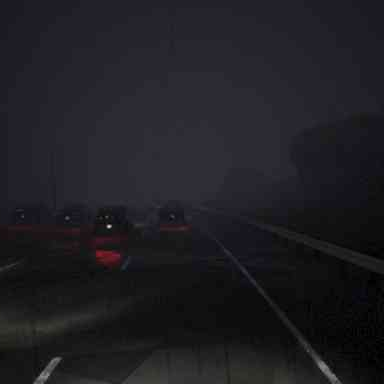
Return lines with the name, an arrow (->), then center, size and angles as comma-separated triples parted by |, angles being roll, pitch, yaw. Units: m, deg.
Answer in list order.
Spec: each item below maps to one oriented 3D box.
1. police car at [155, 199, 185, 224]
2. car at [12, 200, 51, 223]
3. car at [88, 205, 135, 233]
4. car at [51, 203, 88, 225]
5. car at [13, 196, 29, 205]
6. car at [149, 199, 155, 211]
police car -> -1.626, 1.436, 25.146 | 1.930, 1.638, 5.238 | 0, 0, -7
car -> -12.326, 1.517, 26.078 | 2.128, 1.511, 4.902 | 0, 0, -7
car -> -4.520, 1.518, 19.571 | 1.837, 1.490, 4.892 | 0, 0, -6
car -> -8.586, 1.546, 24.447 | 1.812, 1.442, 4.674 | 0, 0, -7
car -> -31.088, 1.541, 60.447 | 1.882, 1.535, 5.008 | 0, 0, -19
car -> -4.322, 1.546, 41.582 | 1.812, 1.442, 4.674 | 0, 0, -11
